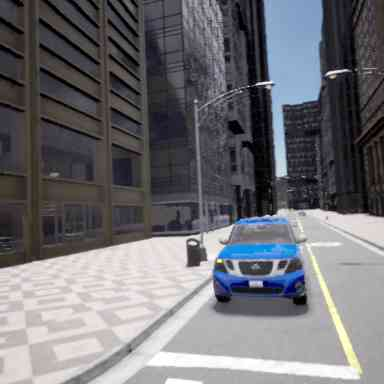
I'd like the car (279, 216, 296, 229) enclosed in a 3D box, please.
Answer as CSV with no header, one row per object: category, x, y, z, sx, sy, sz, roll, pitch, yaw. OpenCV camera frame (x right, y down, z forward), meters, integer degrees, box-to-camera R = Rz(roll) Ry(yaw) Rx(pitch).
car,11.936,3.779,41.432,1.895,1.301,4.718,-4,-4,17

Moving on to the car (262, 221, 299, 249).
car,5.990,2.774,22.293,2.033,1.411,5.357,-4,-4,17

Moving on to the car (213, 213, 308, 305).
car,2.192,1.812,9.958,2.150,2.045,5.566,-4,-4,17
